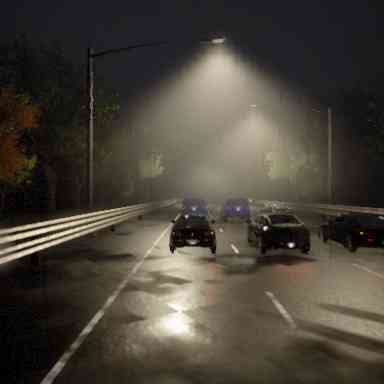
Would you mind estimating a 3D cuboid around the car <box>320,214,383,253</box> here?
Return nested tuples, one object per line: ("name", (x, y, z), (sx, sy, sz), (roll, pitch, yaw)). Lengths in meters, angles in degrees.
("car", (7.052, 1.658, 14.319), (1.812, 1.442, 4.674), (0, 0, 1))

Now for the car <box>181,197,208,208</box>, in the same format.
("car", (0.195, 1.480, 28.975), (2.150, 2.045, 5.566), (0, 0, 1))

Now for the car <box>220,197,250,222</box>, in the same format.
("car", (3.694, 1.480, 28.933), (2.150, 2.045, 5.566), (0, 0, 1))

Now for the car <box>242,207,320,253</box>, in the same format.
("car", (3.550, 1.639, 14.253), (1.837, 1.490, 4.892), (0, 0, 1))

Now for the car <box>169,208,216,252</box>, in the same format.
("car", (0.052, 1.659, 14.375), (1.812, 1.442, 4.674), (0, 0, 1))

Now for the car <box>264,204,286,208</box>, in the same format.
("car", (7.201, 1.758, 29.158), (2.128, 1.511, 4.902), (0, 0, 1))
